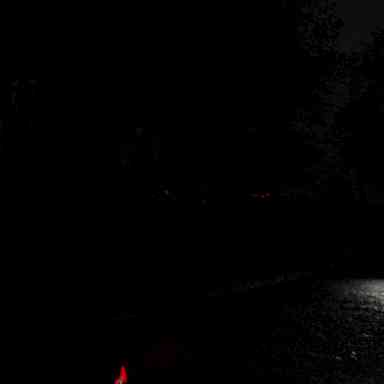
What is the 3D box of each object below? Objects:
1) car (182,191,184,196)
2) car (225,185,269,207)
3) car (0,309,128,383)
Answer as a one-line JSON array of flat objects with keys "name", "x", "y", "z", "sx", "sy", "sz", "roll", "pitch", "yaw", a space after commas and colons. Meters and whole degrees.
[{"name": "car", "x": -2.866, "y": -0.107, "z": 44.184, "sx": 2.128, "sy": 1.511, "sz": 4.902, "roll": 2, "pitch": 2, "yaw": -34}, {"name": "car", "x": 5.041, "y": 0.327, "z": 32.676, "sx": 2.150, "sy": 2.045, "sz": 5.566, "roll": 2, "pitch": 2, "yaw": -34}, {"name": "car", "x": -2.465, "y": 1.561, "z": 1.994, "sx": 4.181, "sy": 1.385, "sz": 1.994, "roll": 0, "pitch": 0, "yaw": -37}]
